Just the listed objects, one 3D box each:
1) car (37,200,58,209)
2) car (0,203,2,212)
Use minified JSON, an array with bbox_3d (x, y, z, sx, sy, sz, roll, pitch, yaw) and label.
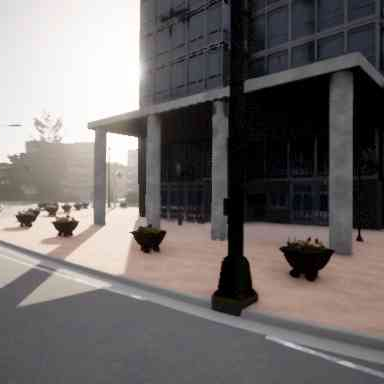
[{"bbox_3d":[-21.371,1.888,49.402,1.895,1.301,4.718,1,-1,-8],"label":"car"},{"bbox_3d":[-23.524,1.499,37.701,2.097,1.767,4.553,1,-1,-7],"label":"car"}]
